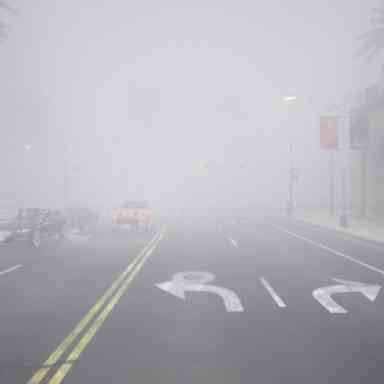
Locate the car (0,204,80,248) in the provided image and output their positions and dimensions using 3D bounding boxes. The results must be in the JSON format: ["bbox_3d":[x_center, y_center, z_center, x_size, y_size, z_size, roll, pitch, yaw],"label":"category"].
[{"bbox_3d":[-7.005,1.455,14.674,2.128,1.511,4.902,0,0,1],"label":"car"}]

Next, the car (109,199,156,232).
[{"bbox_3d":[-3.389,1.228,19.651,2.097,1.767,4.553,0,0,0],"label":"car"}]

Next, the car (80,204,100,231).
[{"bbox_3d":[-6.889,1.423,19.643,1.994,1.385,4.181,0,0,0],"label":"car"}]
